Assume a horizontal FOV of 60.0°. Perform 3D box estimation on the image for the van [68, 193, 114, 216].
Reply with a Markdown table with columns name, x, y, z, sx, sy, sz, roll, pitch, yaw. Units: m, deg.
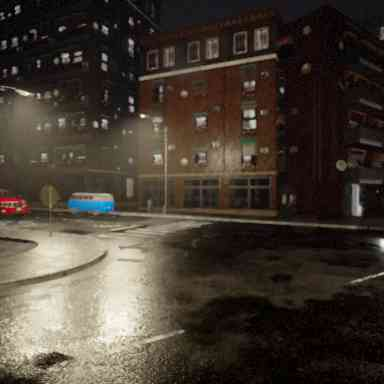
| name | x | y | z | sx | sy | sz | roll | pitch | yaw |
| --- | --- | --- | --- | --- | --- | --- | --- | --- | --- |
| van | -8.395 | 1.001 | 27.680 | 3.998 | 1.788 | 1.690 | 1 | -1 | 25 |

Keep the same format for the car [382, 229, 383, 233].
| name | x | y | z | sx | sy | sz | roll | pitch | yaw |
| --- | --- | --- | --- | --- | --- | --- | --- | --- | --- |
| car | 12.865 | 1.761 | 17.998 | 5.357 | 1.411 | 2.033 | 1 | 0 | -23 |

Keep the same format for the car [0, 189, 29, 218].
| name | x | y | z | sx | sy | sz | roll | pitch | yaw |
| --- | --- | --- | --- | --- | --- | --- | --- | --- | --- |
| car | -14.405 | 0.794 | 24.081 | 5.566 | 2.045 | 2.150 | 1 | 0 | 25 |
